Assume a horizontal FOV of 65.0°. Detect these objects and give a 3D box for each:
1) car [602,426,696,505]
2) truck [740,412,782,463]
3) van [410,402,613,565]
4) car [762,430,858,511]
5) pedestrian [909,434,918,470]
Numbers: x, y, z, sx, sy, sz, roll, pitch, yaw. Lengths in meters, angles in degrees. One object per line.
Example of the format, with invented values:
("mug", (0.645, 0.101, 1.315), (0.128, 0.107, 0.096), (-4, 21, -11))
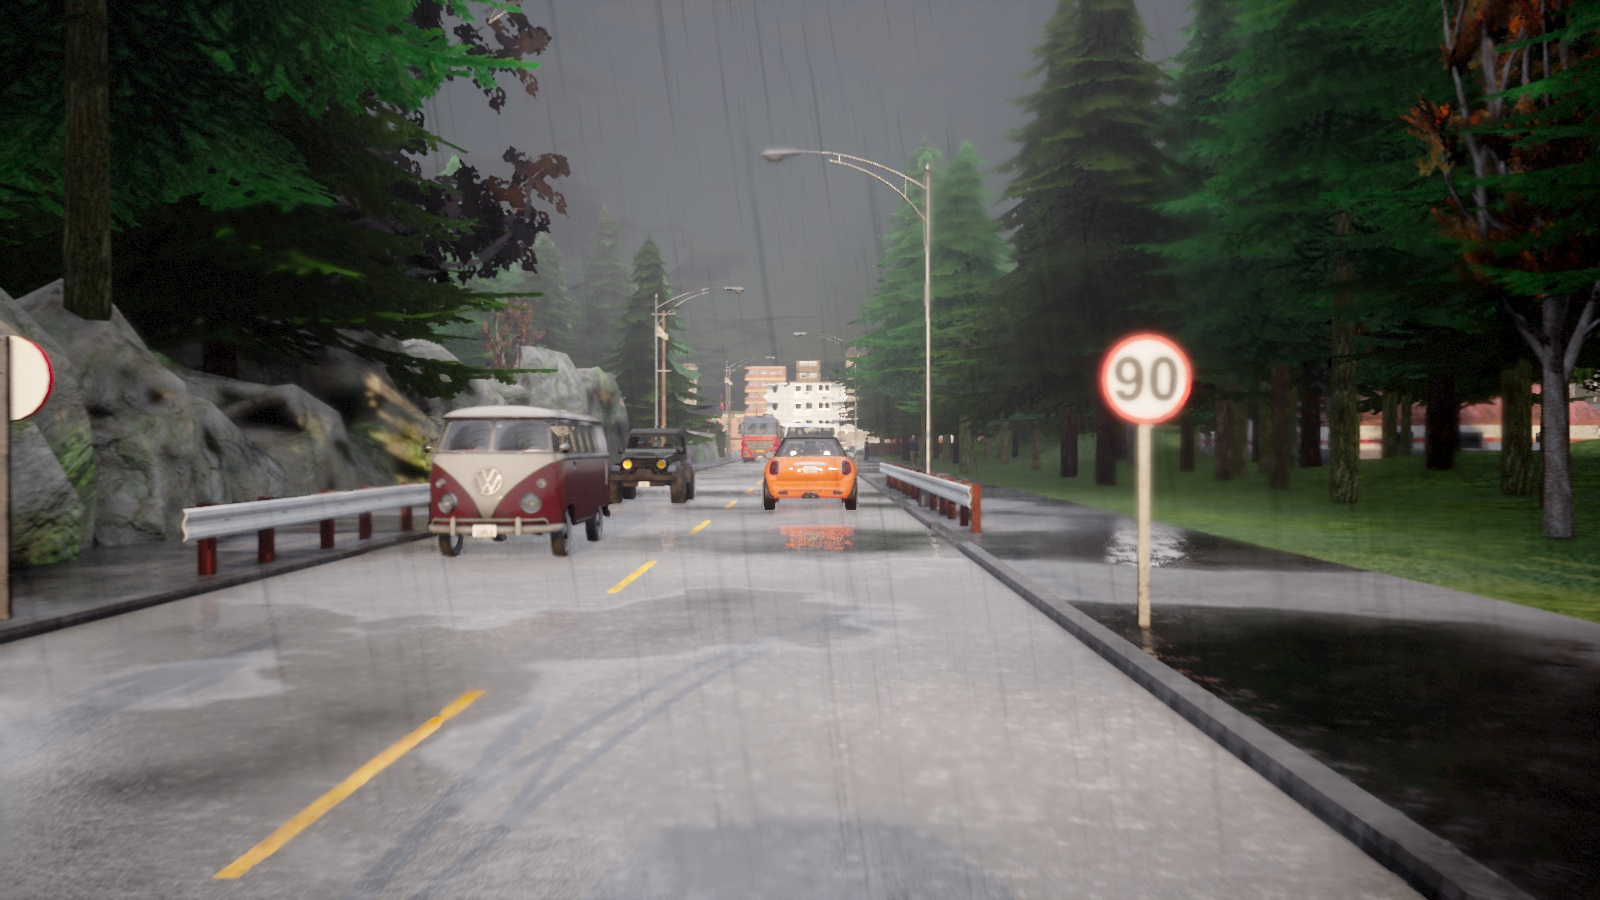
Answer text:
("car", (-3.748, 0.361, 31.794), (1.905, 1.878, 3.866), (0, 0, 0))
("truck", (-2.995, -0.974, 98.259), (2.891, 3.827, 8.468), (0, 0, 1))
("van", (-3.853, 0.399, 17.549), (1.775, 1.987, 4.442), (0, 0, 0))
("car", (0.235, 0.438, 29.691), (2.097, 1.767, 4.553), (0, 0, 0))
("pedestrian", (5.795, 0.100, 63.990), (0.402, 1.842, 0.726), (0, 0, 1))
